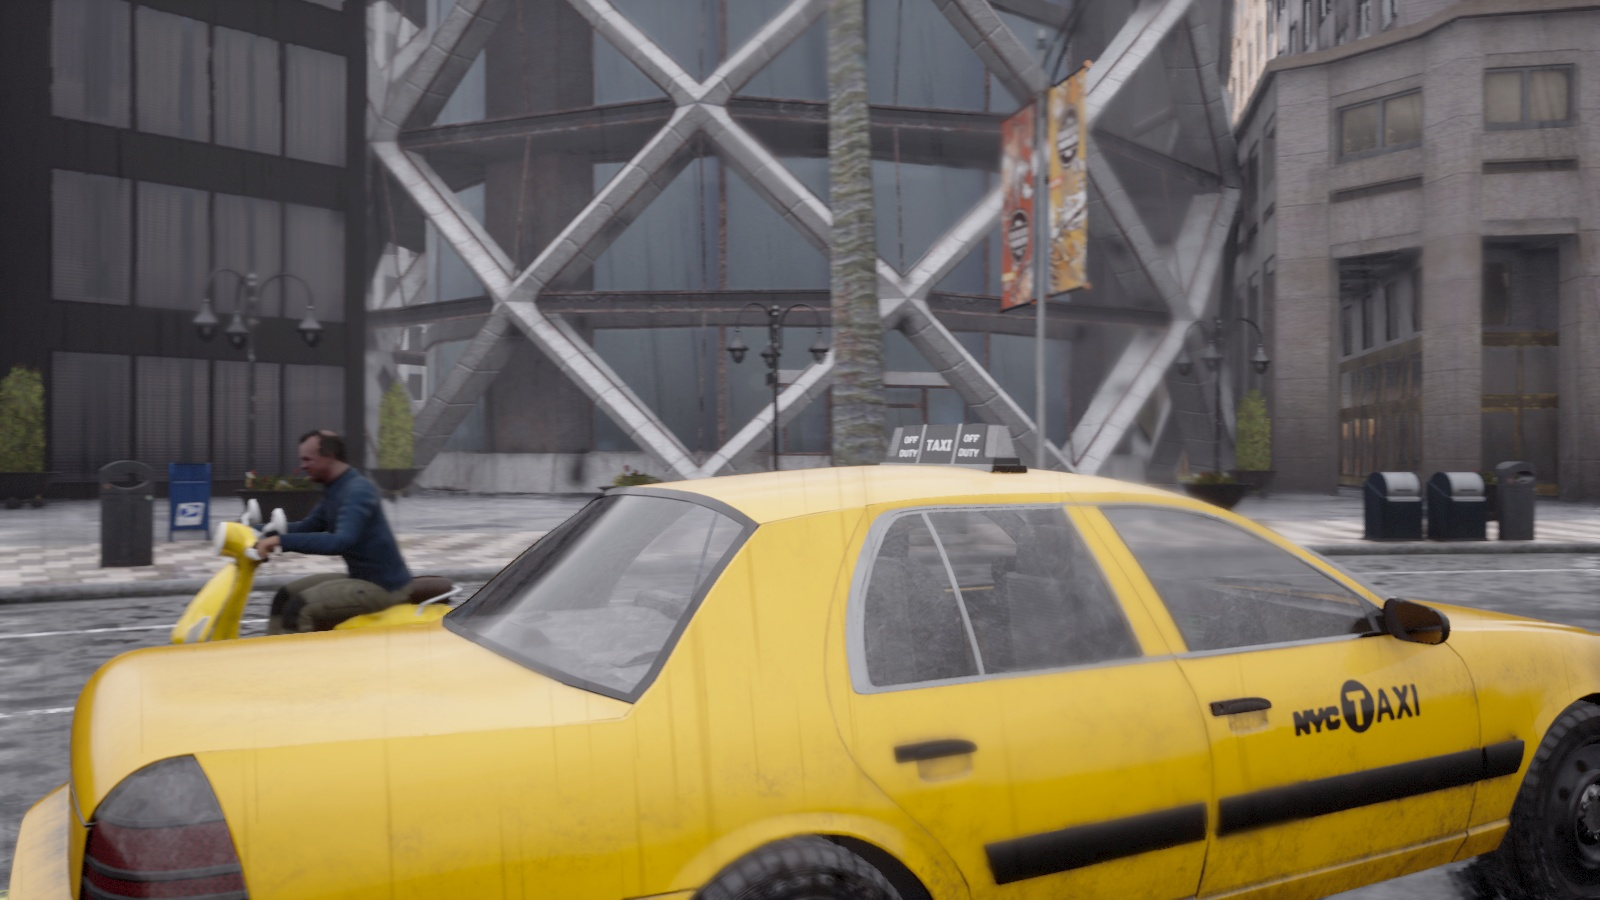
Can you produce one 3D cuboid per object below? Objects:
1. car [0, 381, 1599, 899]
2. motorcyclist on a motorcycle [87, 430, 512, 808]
[{"bbox_3d":[0.539,0.688,3.828,5.366,1.575,1.801,0,0,-30],"label":"car"},{"bbox_3d":[-2.426,0.710,6.118,1.817,1.590,0.866,0,0,-30],"label":"motorcyclist on a motorcycle"}]
